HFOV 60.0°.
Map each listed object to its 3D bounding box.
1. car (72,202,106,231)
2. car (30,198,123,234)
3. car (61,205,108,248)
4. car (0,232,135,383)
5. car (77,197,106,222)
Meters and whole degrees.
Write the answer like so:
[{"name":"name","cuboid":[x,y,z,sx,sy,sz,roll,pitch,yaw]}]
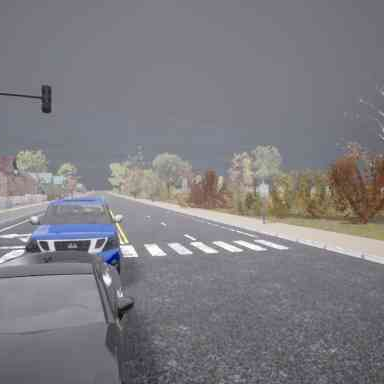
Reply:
[{"name":"car","cuboid":[-6.636,1.468,21.755,1.882,1.535,5.008,0,0,-16]},{"name":"car","cuboid":[-3.364,1.218,9.951,2.150,2.045,5.566,0,0,-15]},{"name":"car","cuboid":[-5.045,1.498,16.016,1.837,1.490,4.892,0,0,-15]},{"name":"car","cuboid":[-1.700,1.524,3.868,1.812,1.442,4.674,0,0,-13]},{"name":"car","cuboid":[-8.219,1.337,27.482,2.097,1.767,4.553,0,0,-16]}]
